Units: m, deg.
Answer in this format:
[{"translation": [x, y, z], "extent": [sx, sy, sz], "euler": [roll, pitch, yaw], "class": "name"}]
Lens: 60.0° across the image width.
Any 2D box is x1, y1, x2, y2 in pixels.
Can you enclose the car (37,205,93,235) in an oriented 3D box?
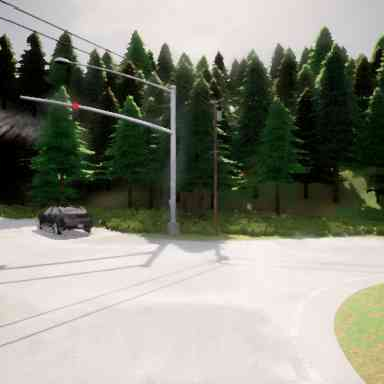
[{"translation": [-7.315, 1.504, 18.929], "extent": [1.837, 1.490, 4.892], "euler": [-1, 0, -41], "class": "car"}]
